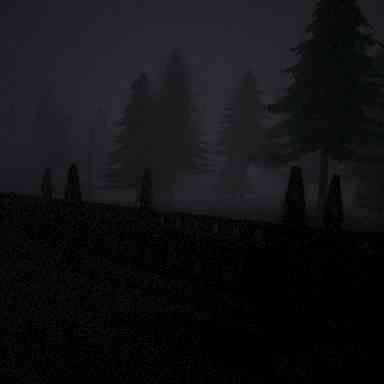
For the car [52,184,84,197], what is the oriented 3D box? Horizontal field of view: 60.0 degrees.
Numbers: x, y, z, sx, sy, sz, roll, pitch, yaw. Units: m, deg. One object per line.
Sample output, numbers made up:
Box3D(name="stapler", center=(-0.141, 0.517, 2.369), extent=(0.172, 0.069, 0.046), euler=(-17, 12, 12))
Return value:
Box3D(name="car", center=(-16.111, -0.231, 42.503), extent=(2.128, 1.511, 4.902), euler=(4, 2, 37))
